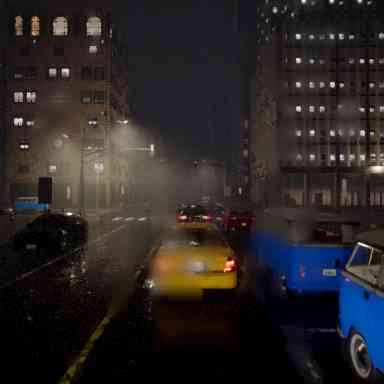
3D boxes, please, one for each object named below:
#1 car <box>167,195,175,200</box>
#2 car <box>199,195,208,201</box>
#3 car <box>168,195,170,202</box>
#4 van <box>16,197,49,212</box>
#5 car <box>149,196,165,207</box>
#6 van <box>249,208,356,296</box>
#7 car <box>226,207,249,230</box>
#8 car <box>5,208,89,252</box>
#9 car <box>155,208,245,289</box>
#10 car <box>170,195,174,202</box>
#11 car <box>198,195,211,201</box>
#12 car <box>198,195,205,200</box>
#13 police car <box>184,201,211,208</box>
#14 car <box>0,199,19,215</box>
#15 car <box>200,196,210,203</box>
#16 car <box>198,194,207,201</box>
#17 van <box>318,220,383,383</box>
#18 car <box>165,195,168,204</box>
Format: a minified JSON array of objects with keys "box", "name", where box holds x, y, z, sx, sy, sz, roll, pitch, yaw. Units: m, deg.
[{"box":[-5.684,1.472,91.360,1.752,1.417,4.829,1,0,0],"name":"car"},{"box":[2.697,1.510,80.225,2.008,1.369,4.403,1,0,0],"name":"car"},{"box":[-5.683,1.560,63.272,1.802,1.307,4.206,1,0,0],"name":"car"},{"box":[-19.737,1.524,40.838,3.998,1.788,1.690,0,0,1],"name":"van"},{"box":[-5.683,1.572,51.969,1.802,1.307,4.206,1,0,0],"name":"car"},{"box":[2.703,1.343,8.371,1.690,1.788,3.998,1,0,0],"name":"van"},{"box":[2.700,1.545,19.525,1.887,1.381,4.507,1,0,0],"name":"car"},{"box":[-5.681,1.567,13.954,1.947,1.339,4.313,1,0,0],"name":"car"},{"box":[0.097,1.458,9.131,1.801,1.575,5.366,0,0,0],"name":"car"},{"box":[-5.683,1.516,74.575,2.008,1.369,4.403,1,0,0],"name":"car"},{"box":[2.698,1.529,63.271,2.008,1.369,4.403,1,0,0],"name":"car"},{"box":[2.697,1.472,91.699,1.752,1.417,4.829,1,0,0],"name":"car"},{"box":[0.103,1.505,19.451,2.038,1.542,4.974,0,0,0],"name":"police car"},{"box":[-19.845,1.620,32.456,4.403,1.369,2.008,0,0,1],"name":"car"},{"box":[2.698,1.517,68.923,1.887,1.381,4.507,1,0,0],"name":"car"},{"box":[2.698,1.393,85.878,1.967,1.590,4.097,1,0,0],"name":"car"},{"box":[2.703,1.342,2.795,1.690,1.788,3.998,1,0,0],"name":"van"},{"box":[-5.680,1.424,57.621,1.967,1.590,4.097,1,0,0],"name":"car"}]
